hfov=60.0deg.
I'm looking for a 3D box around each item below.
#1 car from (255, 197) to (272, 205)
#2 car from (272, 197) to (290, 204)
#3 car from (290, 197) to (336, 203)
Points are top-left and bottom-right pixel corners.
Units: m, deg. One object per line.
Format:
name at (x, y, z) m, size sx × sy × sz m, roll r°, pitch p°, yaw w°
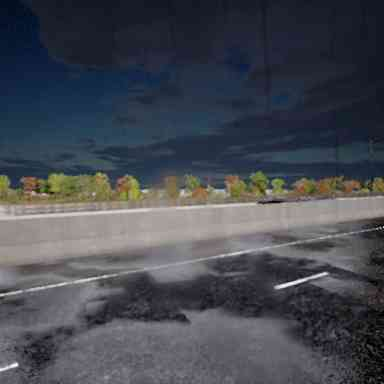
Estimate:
car at (9.168, 1.185, 36.768) m, size 4.718 × 1.301 × 1.895 m, roll -1°, pitch 0°, yaw -36°
car at (10.634, 1.182, 33.508) m, size 4.718 × 1.301 × 1.895 m, roll -1°, pitch 0°, yaw -36°
car at (11.567, 1.136, 29.869) m, size 5.357 × 1.411 × 2.033 m, roll -1°, pitch 0°, yaw -36°
